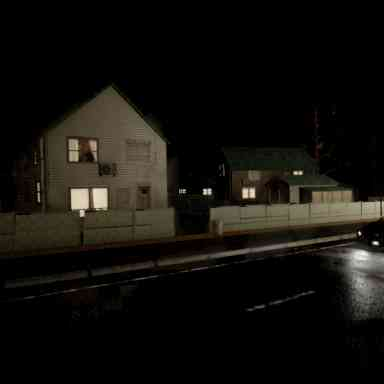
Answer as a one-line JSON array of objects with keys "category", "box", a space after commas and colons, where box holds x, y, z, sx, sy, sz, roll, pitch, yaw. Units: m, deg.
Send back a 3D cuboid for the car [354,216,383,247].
[{"category": "car", "box": [9.108, 1.544, 14.062, 5.357, 1.411, 2.033, 0, 0, -35]}]
